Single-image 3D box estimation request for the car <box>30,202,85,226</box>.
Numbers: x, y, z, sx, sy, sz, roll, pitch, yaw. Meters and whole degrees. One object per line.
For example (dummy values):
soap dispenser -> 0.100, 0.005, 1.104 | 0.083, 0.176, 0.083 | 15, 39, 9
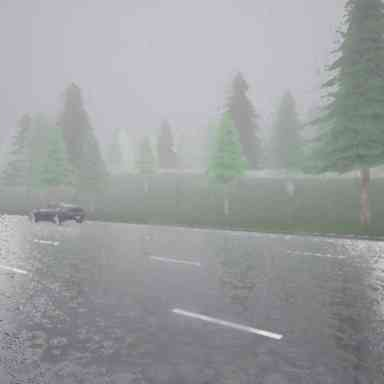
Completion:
car -> -9.619, 1.500, 23.655 | 4.892, 1.490, 1.837 | -1, 0, 35
